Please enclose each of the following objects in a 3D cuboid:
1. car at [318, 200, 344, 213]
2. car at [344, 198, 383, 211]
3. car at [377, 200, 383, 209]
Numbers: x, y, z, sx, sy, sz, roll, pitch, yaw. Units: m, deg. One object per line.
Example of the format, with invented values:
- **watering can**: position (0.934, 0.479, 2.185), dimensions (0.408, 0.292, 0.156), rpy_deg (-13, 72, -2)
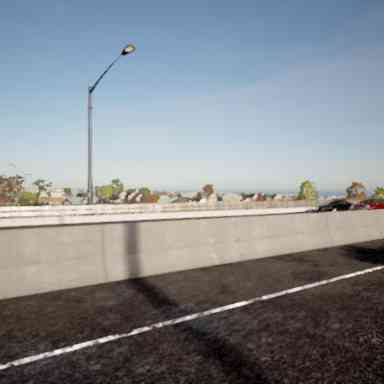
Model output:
- **car**: position (15.792, 1.575, 36.304), dimensions (5.008, 1.535, 1.882), rpy_deg (0, 0, -34)
- **car**: position (17.865, 1.451, 33.481), dimensions (4.553, 1.767, 2.097), rpy_deg (0, 0, -34)
- **car**: position (19.567, 1.645, 30.417), dimensions (5.357, 1.411, 2.033), rpy_deg (0, 0, -34)
